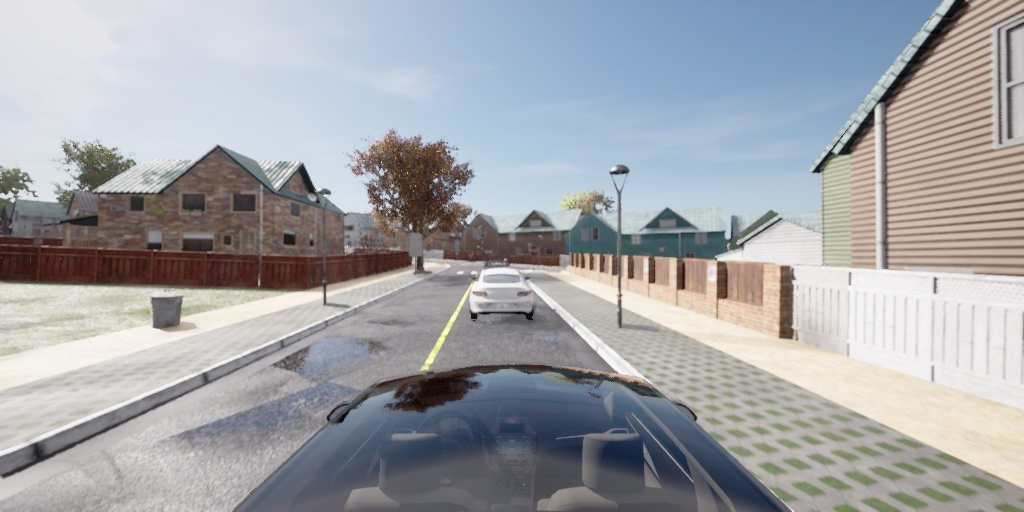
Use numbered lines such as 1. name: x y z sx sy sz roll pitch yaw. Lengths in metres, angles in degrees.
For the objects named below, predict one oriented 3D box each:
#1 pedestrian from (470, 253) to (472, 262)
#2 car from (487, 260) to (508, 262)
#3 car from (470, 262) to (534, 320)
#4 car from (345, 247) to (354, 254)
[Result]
1. pedestrian: -5.620 0.184 49.191 0.375 1.300 0.375 0 -3 29
2. car: -0.994 0.920 24.283 1.895 1.301 4.718 0 1 -2
3. car: -0.360 1.092 11.637 1.812 1.442 4.674 0 1 -3
4. car: -24.837 -0.605 53.138 5.008 1.535 1.882 2 1 29
